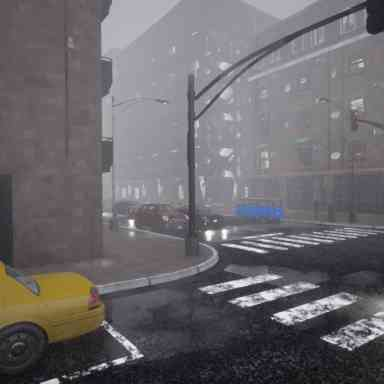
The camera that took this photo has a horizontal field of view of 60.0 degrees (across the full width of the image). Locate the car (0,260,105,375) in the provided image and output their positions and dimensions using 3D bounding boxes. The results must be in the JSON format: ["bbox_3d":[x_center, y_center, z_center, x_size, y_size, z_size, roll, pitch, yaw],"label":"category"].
[{"bbox_3d":[-3.566,1.525,4.024,4.829,1.417,1.752,0,0,-35],"label":"car"}]

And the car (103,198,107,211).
[{"bbox_3d":[-11.544,1.452,37.874,2.128,1.511,4.902,-1,0,-36],"label":"car"}]

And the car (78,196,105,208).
[{"bbox_3d":[-14.270,1.429,46.997,2.128,1.511,4.902,-1,0,-36],"label":"car"}]

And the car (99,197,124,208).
[{"bbox_3d":[-11.626,1.463,47.852,1.887,1.381,4.507,-1,0,-36],"label":"car"}]

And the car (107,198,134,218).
[{"bbox_3d":[-5.604,1.493,29.650,1.812,1.442,4.674,-1,0,-36],"label":"car"}]

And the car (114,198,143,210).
[{"bbox_3d":[-8.308,1.463,43.265,1.887,1.381,4.507,-1,0,-36],"label":"car"}]

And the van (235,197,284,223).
[{"bbox_3d":[4.967,1.280,24.917,1.690,1.788,3.998,0,0,-36],"label":"van"}]

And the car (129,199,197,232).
[{"bbox_3d":[-1.834,1.440,20.021,1.967,1.590,4.097,0,0,-36],"label":"car"}]

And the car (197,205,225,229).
[{"bbox_3d":[0.231,1.545,21.584,1.994,1.385,4.181,-1,0,-36],"label":"car"}]
